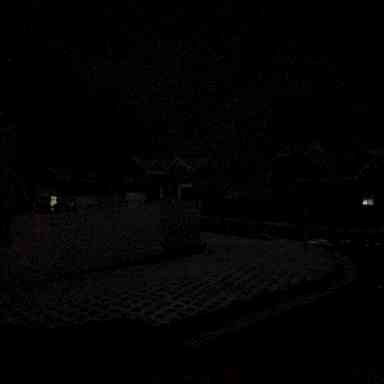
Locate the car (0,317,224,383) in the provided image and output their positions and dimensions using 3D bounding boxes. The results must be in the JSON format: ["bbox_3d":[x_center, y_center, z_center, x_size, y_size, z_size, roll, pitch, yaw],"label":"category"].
[{"bbox_3d":[-2.160,1.549,1.370,5.357,1.411,2.033,0,0,-38],"label":"car"}]
